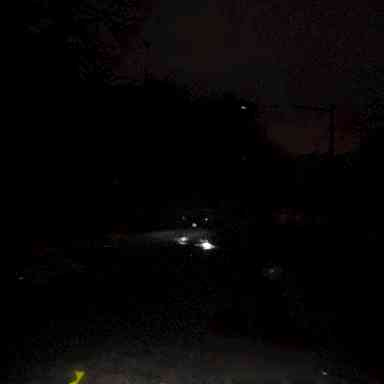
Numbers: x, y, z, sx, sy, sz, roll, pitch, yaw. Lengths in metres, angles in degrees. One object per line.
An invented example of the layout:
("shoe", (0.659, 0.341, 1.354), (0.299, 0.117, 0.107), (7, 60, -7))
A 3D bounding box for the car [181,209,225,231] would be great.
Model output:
("car", (0.832, 1.790, 22.195), (1.895, 1.301, 4.718), (2, -2, 18))

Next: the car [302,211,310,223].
("car", (14.702, 3.301, 44.856), (1.837, 1.490, 4.892), (2, -3, 28))

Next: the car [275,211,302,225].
("car", (10.257, 2.762, 35.937), (1.994, 1.385, 4.181), (2, -3, 25))

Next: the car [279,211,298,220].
("car", (15.445, 3.755, 53.117), (1.994, 1.385, 4.181), (2, -3, 28))
